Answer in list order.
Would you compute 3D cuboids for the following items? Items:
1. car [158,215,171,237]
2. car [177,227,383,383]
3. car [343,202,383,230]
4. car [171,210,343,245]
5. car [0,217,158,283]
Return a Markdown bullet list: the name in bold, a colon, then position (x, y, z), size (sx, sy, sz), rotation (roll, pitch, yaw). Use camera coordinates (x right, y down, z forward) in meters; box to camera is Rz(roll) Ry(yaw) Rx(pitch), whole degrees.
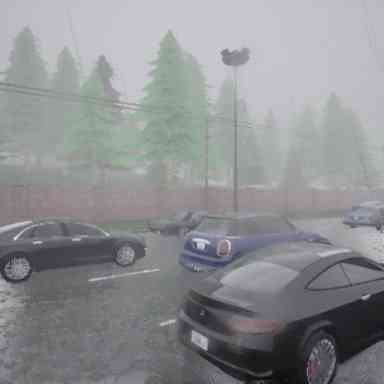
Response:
- **car**: position (0.253, 1.602, 16.821), size (4.718, 1.301, 1.895), rotation (0, 0, -35)
- **car**: position (1.957, 1.526, 5.153), size (4.674, 1.442, 1.812), rotation (0, 0, -36)
- **car**: position (11.448, 1.549, 20.504), size (5.357, 1.411, 2.033), rotation (0, 0, -35)
- **car**: position (1.952, 1.352, 9.438), size (4.553, 1.767, 2.097), rotation (0, 0, -35)
- **car**: position (-3.674, 1.507, 9.729), size (4.892, 1.490, 1.837), rotation (0, 0, -35)
